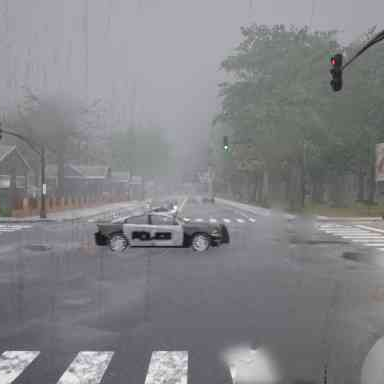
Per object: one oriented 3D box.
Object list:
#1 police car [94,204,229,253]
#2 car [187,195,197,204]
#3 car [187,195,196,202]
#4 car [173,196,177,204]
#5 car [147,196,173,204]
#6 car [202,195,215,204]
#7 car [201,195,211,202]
[{"bbox_3d":[-1.188,1.445,13.196,5.238,1.638,1.930,0,0,0],"label":"police car"},{"bbox_3d":[-0.048,1.540,63.780,2.033,1.411,5.357,0,0,0],"label":"car"},{"bbox_3d":[-0.092,1.415,74.234,1.895,1.301,4.718,0,0,0],"label":"car"},{"bbox_3d":[-3.296,1.503,43.164,1.837,1.490,4.892,0,0,0],"label":"car"},{"bbox_3d":[-3.253,1.350,32.574,2.097,1.767,4.553,0,0,0],"label":"car"},{"bbox_3d":[3.200,1.344,64.181,2.097,1.767,4.553,0,0,0],"label":"car"},{"bbox_3d":[3.157,1.359,74.217,2.033,1.411,5.357,0,0,0],"label":"car"}]
